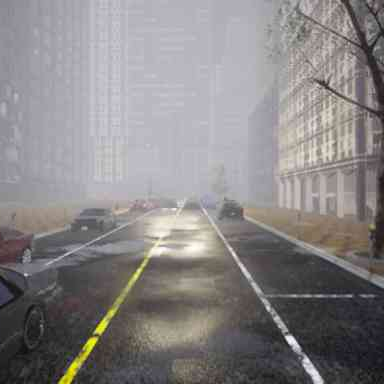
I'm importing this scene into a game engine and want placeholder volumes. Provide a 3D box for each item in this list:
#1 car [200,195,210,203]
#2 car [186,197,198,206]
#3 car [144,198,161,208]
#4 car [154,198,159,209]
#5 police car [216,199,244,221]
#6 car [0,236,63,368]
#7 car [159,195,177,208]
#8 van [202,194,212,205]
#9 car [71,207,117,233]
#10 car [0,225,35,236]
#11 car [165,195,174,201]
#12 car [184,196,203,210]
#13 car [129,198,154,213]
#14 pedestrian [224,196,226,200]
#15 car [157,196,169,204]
[{"bbox_3d":[2.712,1.406,70.541,1.967,1.590,4.097,1,0,0],"label":"car"},{"bbox_3d":[0.011,1.539,55.687,1.994,1.385,4.181,0,0,0],"label":"car"},{"bbox_3d":[-5.674,1.545,47.981,1.947,1.339,4.313,1,0,0],"label":"car"},{"bbox_3d":[-5.675,1.564,42.339,1.802,1.307,4.206,1,0,0],"label":"car"},{"bbox_3d":[3.005,1.415,27.136,1.930,1.638,5.238,0,0,0],"label":"police car"},{"bbox_3d":[-3.099,1.547,3.351,2.033,1.411,5.357,0,0,0],"label":"car"},{"bbox_3d":[-3.075,1.545,45.960,1.994,1.385,4.181,0,0,0],"label":"car"},{"bbox_3d":[2.712,1.314,59.259,1.690,1.788,3.998,1,0,0],"label":"van"},{"bbox_3d":[-5.679,1.559,19.767,1.947,1.339,4.313,1,0,0],"label":"car"},{"bbox_3d":[-5.681,1.542,8.482,1.887,1.381,4.507,1,0,0],"label":"car"},{"bbox_3d":[-5.796,1.503,87.478,2.008,1.369,4.403,1,0,0],"label":"car"},{"bbox_3d":[0.027,1.546,42.737,1.994,1.385,4.181,0,0,1],"label":"car"},{"bbox_3d":[-5.675,1.425,36.696,1.967,1.590,4.097,1,0,0],"label":"car"},{"bbox_3d":[3.005,1.282,30.153,0.375,1.860,0.375,1,-1,0],"label":"pedestrian"},{"bbox_3d":[-5.671,1.535,64.909,1.947,1.339,4.313,1,0,0],"label":"car"}]
